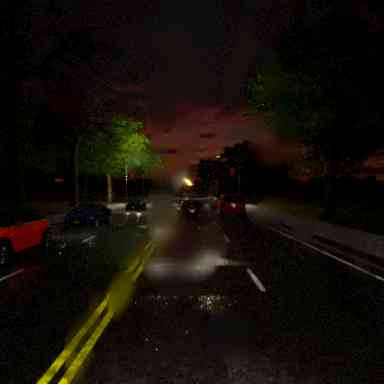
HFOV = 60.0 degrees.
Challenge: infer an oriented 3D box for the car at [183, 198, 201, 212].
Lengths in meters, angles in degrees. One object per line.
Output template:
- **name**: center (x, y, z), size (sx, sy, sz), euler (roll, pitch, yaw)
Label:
- **car**: center (0.045, 1.504, 39.348), size (2.033, 1.411, 5.357), euler (0, 0, 0)

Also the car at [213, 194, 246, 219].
- **car**: center (3.336, 1.188, 29.085), size (2.150, 2.045, 5.566), euler (0, 0, 0)

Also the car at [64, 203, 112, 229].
- **car**: center (-6.556, 1.456, 21.411), size (1.882, 1.535, 5.008), euler (0, 0, 0)

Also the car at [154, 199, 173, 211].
- **car**: center (-3.280, 1.523, 39.072), size (1.994, 1.385, 4.181), euler (0, 0, 0)

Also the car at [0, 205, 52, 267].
- **car**: center (-6.596, 1.342, 11.305), size (2.097, 1.767, 4.553), euler (0, 0, 0)

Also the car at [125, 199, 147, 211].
- **car**: center (-6.528, 1.524, 39.090), size (1.994, 1.385, 4.181), euler (0, 0, 0)

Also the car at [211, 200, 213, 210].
- **car**: center (3.327, 1.517, 41.972), size (1.994, 1.385, 4.181), euler (0, 0, 0)

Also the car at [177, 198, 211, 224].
- **car**: center (0.044, 1.324, 24.453), size (2.097, 1.767, 4.553), euler (0, 0, 0)
